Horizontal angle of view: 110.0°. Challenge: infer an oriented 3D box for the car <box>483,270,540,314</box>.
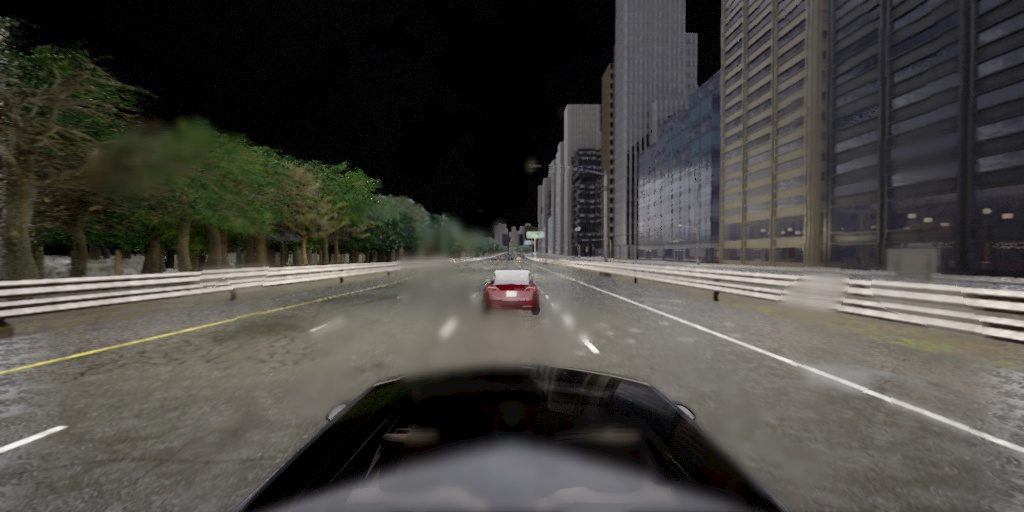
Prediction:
[{"bbox_3d":[-0.004,1.253,13.785,2.163,1.488,4.792,0,0,0],"label":"car"}]
